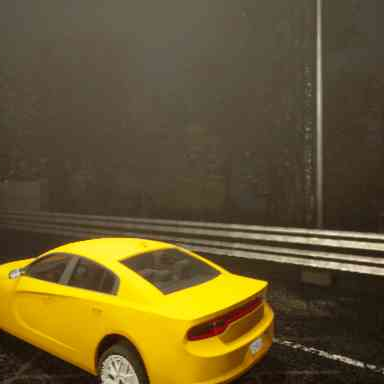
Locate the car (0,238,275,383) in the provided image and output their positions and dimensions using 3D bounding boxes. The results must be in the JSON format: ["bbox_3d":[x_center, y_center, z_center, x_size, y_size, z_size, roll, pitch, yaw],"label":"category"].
[{"bbox_3d":[-1.330,1.438,4.911,5.008,1.535,1.882,0,0,36],"label":"car"}]
